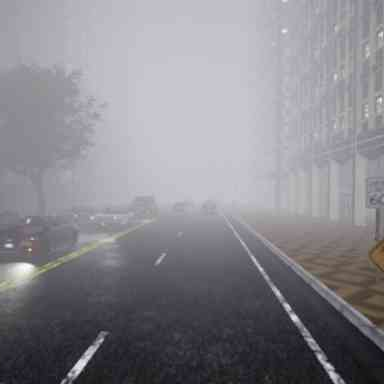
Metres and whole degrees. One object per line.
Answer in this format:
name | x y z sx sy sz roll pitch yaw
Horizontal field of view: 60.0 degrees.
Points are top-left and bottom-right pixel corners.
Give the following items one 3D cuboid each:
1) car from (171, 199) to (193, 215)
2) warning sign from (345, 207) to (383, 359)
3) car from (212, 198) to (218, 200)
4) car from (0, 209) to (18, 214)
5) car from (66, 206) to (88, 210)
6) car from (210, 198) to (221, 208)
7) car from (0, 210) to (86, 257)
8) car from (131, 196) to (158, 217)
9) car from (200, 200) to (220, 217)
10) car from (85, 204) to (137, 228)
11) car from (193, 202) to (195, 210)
car | -1.273 1.823 37.895 2.033 1.411 5.357 1 0 2
warning sign | 3.060 1.180 4.662 1.300 1.860 1.060 2 1 3
car | 2.439 1.885 47.700 1.837 1.490 4.892 1 0 4
car | -9.147 1.535 14.913 1.837 1.490 4.892 1 0 3
car | -8.620 1.713 25.030 1.895 1.301 4.718 1 0 3
car | 4.166 1.938 59.891 1.801 1.575 5.366 0 0 3
car | -5.995 1.609 13.029 1.994 1.385 4.181 1 0 2
car | -4.871 1.434 33.848 2.150 2.045 5.566 0 0 3
car | 1.762 1.824 34.319 2.033 1.411 5.357 0 0 3
car | -5.468 1.727 23.113 1.895 1.301 4.718 0 0 3
car | -0.600 1.852 50.693 1.882 1.535 5.008 1 0 3
